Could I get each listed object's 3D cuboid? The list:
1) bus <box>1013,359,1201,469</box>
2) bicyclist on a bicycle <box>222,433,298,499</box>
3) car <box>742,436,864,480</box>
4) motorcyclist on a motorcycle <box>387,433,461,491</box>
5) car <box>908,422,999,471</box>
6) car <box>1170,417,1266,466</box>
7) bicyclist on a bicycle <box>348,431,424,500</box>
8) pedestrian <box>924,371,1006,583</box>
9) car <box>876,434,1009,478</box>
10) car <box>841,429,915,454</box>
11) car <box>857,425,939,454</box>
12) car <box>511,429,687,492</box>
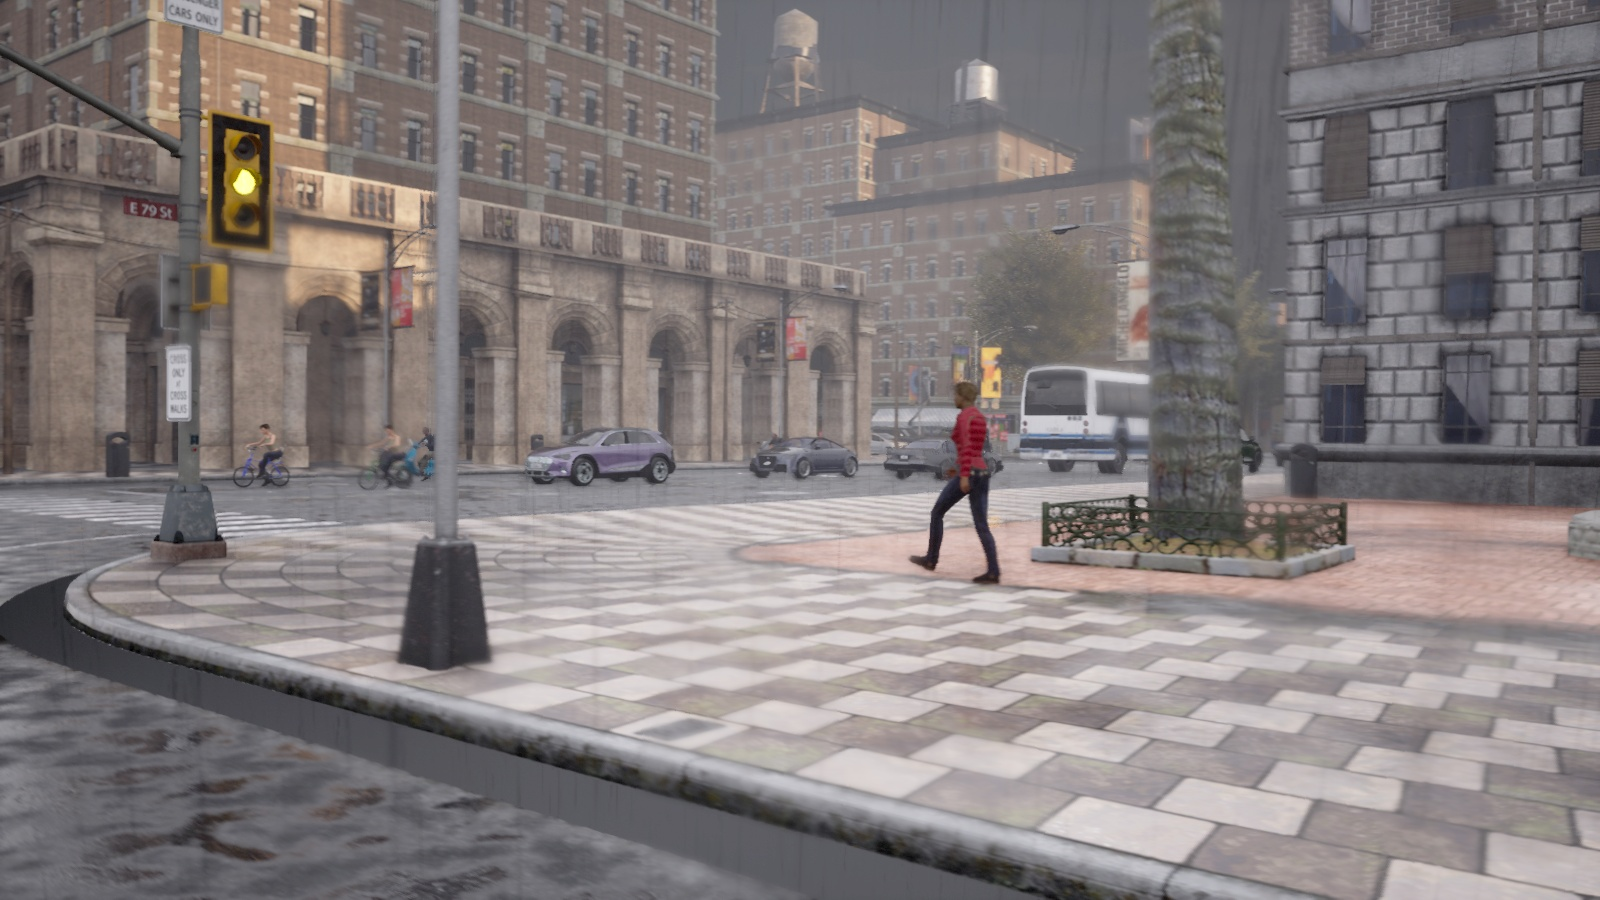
[{"bbox_3d":[13.428,-1.448,54.133,3.944,4.253,10.273,0,1,38],"label":"bus"},{"bbox_3d":[-13.578,0.378,31.603,0.866,1.612,1.509,0,1,39],"label":"bicyclist on a bicycle"},{"bbox_3d":[0.148,0.243,43.146,1.994,1.385,4.181,0,1,39],"label":"car"},{"bbox_3d":[-10.590,0.321,35.424,0.866,1.590,1.817,0,1,39],"label":"motorcyclist on a motorcycle"},{"bbox_3d":[6.218,-0.171,50.680,1.905,1.878,3.866,0,1,39],"label":"car"},{"bbox_3d":[18.223,-0.398,54.558,2.150,2.045,5.566,0,1,38],"label":"car"},{"bbox_3d":[-10.063,0.362,30.525,0.866,1.612,1.509,0,1,39],"label":"bicyclist on a bicycle"},{"bbox_3d":[1.473,0.233,11.222,0.636,1.846,0.331,0,1,38],"label":"pedestrian"},{"bbox_3d":[5.028,0.180,43.612,2.033,1.411,5.357,0,1,39],"label":"car"},{"bbox_3d":[5.341,-0.570,86.222,4.611,1.667,2.242,0,1,39],"label":"car"},{"bbox_3d":[6.953,-0.749,89.387,5.566,2.045,2.150,0,1,39],"label":"car"},{"bbox_3d":[-5.667,0.250,35.967,2.033,1.649,4.856,0,1,39],"label":"car"}]
